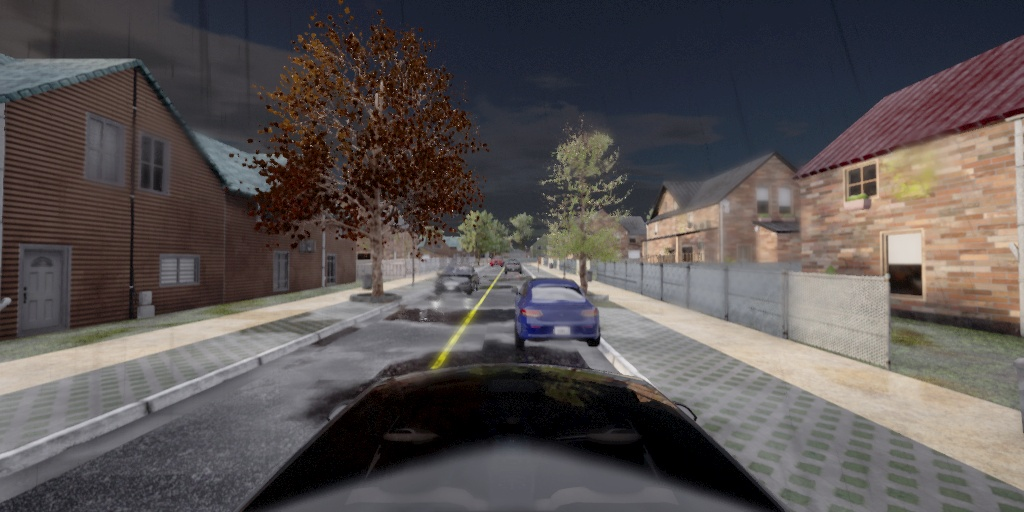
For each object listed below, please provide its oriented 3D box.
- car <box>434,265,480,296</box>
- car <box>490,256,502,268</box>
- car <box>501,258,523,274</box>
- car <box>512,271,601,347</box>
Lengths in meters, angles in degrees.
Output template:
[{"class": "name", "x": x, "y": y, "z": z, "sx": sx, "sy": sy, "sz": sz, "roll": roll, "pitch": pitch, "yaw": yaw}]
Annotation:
[{"class": "car", "x": -2.819, "y": 1.235, "z": 19.115, "sx": 2.128, "sy": 1.511, "sz": 4.902, "roll": 0, "pitch": 0, "yaw": 0}, {"class": "car", "x": -2.705, "y": 0.971, "z": 63.483, "sx": 2.150, "sy": 2.045, "sz": 5.566, "roll": 0, "pitch": 0, "yaw": 1}, {"class": "car", "x": 0.146, "y": 1.232, "z": 40.041, "sx": 2.128, "sy": 1.511, "sz": 4.902, "roll": 0, "pitch": 0, "yaw": 0}, {"class": "car", "x": 0.977, "y": 1.273, "z": 9.186, "sx": 1.812, "sy": 1.442, "sz": 4.674, "roll": 0, "pitch": 0, "yaw": 0}]
